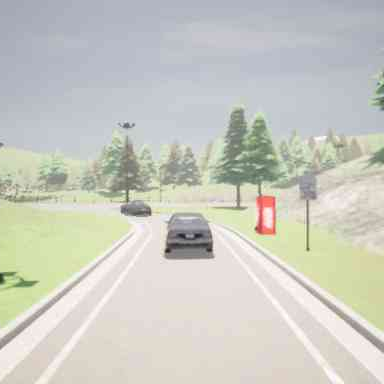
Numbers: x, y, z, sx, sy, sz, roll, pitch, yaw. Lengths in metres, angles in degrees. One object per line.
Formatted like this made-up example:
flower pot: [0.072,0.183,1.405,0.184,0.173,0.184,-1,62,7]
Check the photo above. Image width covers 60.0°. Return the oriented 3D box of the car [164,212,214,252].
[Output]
car: [-0.198,1.553,13.898,2.033,1.411,5.357,0,0,-3]

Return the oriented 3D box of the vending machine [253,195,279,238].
vending machine: [3.708,1.190,16.802,1.100,2.100,0.880,0,0,-2]

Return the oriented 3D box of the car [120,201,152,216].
car: [-5.587,1.593,32.755,1.994,1.385,4.181,0,0,-31]
